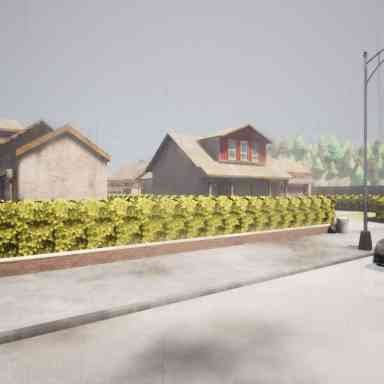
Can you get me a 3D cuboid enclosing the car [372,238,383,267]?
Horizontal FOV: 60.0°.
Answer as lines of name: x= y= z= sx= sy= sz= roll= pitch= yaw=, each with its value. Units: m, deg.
car: x=7.256 y=1.562 z=10.018 sx=4.181 sy=1.385 sz=1.994 roll=0 pitch=0 yaw=-36
